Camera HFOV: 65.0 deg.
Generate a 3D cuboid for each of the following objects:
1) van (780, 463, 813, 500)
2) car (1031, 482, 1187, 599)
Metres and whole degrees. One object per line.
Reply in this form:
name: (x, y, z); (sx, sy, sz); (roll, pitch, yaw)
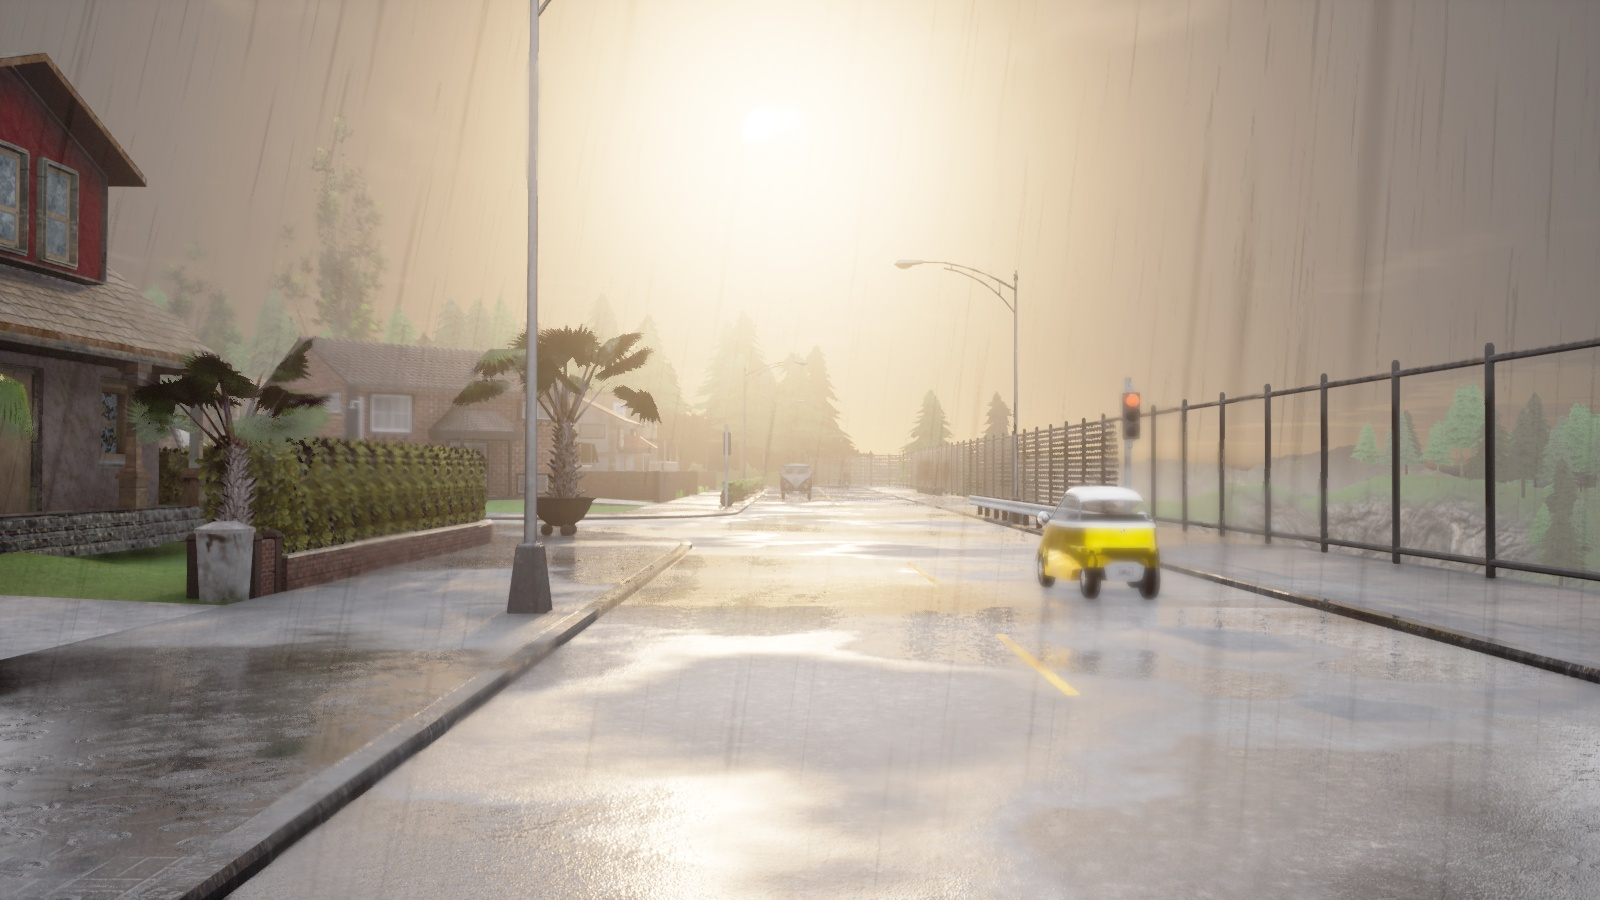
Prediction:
van: (-0.196, 1.738, 69.858); (1.775, 1.987, 4.442); (0, -1, 0)
car: (3.959, 1.128, 16.375); (1.481, 1.376, 2.207); (0, -1, 0)
